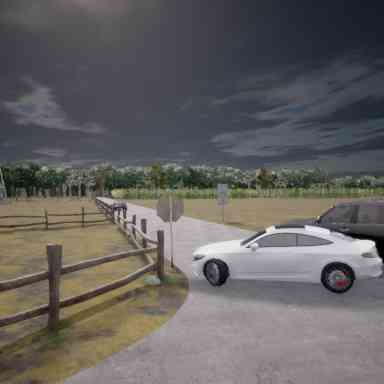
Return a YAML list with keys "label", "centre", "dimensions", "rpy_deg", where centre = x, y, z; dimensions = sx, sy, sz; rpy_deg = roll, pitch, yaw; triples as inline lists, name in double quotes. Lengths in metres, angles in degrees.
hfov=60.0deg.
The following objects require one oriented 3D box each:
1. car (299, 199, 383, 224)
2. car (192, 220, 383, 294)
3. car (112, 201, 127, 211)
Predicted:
- label: "car"
  centre: [5.103, 1.225, 9.799]
  dimensions: [2.150, 2.045, 5.566]
  rpy_deg: [-2, 0, -39]
- label: "car"
  centre: [2.299, 1.612, 8.708]
  dimensions: [4.674, 1.442, 1.812]
  rpy_deg: [-2, 0, 17]
- label: "car"
  centre: [-10.795, 1.979, 49.473]
  dimensions: [2.033, 1.411, 5.357]
  rpy_deg: [-2, 0, -18]
